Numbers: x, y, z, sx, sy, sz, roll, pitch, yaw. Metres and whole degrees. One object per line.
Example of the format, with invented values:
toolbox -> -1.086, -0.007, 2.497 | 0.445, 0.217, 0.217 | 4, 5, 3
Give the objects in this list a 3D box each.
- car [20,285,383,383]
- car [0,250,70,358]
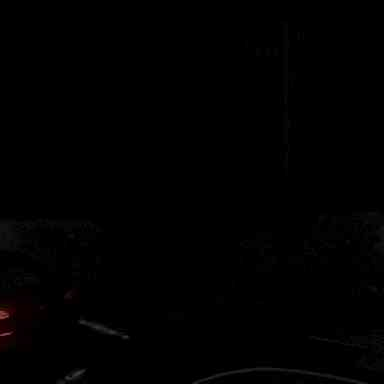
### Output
car -> 0.997, 1.554, 2.252 | 4.403, 1.369, 2.008 | -1, 0, 35
car -> -3.625, 1.637, 5.548 | 4.206, 1.307, 1.802 | -1, 0, 35
